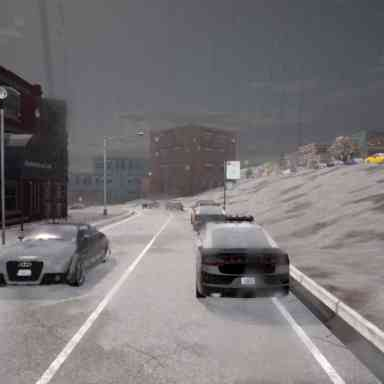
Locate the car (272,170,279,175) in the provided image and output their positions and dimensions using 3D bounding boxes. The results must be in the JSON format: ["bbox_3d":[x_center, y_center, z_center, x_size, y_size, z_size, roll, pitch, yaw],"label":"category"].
[{"bbox_3d":[20.939,-4.435,77.485,2.185,1.767,4.553,0,1,-1],"label":"car"}]

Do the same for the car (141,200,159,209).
[{"bbox_3d":[-7.404,2.217,58.844,1.837,1.490,4.892,-1,-2,-31],"label":"car"}]

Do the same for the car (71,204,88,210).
[{"bbox_3d":[-25.312,3.328,74.763,5.008,1.535,1.882,-4,-2,39],"label":"car"}]

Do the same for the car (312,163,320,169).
[{"bbox_3d":[21.509,-4.046,55.385,2.231,1.521,4.892,0,1,-1],"label":"car"}]

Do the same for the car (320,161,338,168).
[{"bbox_3d":[21.660,-3.967,49.867,2.231,1.521,4.892,0,1,-2],"label":"car"}]

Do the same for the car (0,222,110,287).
[{"bbox_3d":[-3.640,1.560,9.201,1.994,1.385,4.181,0,0,0],"label":"car"}]

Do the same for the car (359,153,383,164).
[{"bbox_3d":[22.291,-3.768,38.791,2.097,1.535,5.008,0,1,-4],"label":"car"}]

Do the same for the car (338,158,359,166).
[{"bbox_3d":[21.916,-3.830,44.326,2.002,1.452,4.674,0,1,-3],"label":"car"}]

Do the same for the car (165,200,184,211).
[{"bbox_3d":[-2.481,1.865,46.248,1.812,1.442,4.674,0,-1,-16],"label":"car"}]

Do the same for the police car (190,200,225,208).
[{"bbox_3d":[0.976,1.426,18.667,1.930,1.638,5.238,0,0,0],"label":"police car"}]

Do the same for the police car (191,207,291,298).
[{"bbox_3d":[1.016,1.422,8.662,1.930,1.638,5.238,0,0,0],"label":"police car"}]

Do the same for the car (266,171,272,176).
[{"bbox_3d":[20.797,-4.496,83.004,2.185,1.767,4.553,0,1,-1],"label":"car"}]

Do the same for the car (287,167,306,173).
[{"bbox_3d":[21.227,-4.304,66.320,2.185,1.767,4.553,0,1,-1],"label":"car"}]

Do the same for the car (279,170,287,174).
[{"bbox_3d":[21.085,-4.203,71.813,2.002,1.452,4.674,0,1,-1],"label":"car"}]

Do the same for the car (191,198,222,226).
[{"bbox_3d":[0.951,1.379,24.532,2.097,1.767,4.553,0,0,0],"label":"car"}]
